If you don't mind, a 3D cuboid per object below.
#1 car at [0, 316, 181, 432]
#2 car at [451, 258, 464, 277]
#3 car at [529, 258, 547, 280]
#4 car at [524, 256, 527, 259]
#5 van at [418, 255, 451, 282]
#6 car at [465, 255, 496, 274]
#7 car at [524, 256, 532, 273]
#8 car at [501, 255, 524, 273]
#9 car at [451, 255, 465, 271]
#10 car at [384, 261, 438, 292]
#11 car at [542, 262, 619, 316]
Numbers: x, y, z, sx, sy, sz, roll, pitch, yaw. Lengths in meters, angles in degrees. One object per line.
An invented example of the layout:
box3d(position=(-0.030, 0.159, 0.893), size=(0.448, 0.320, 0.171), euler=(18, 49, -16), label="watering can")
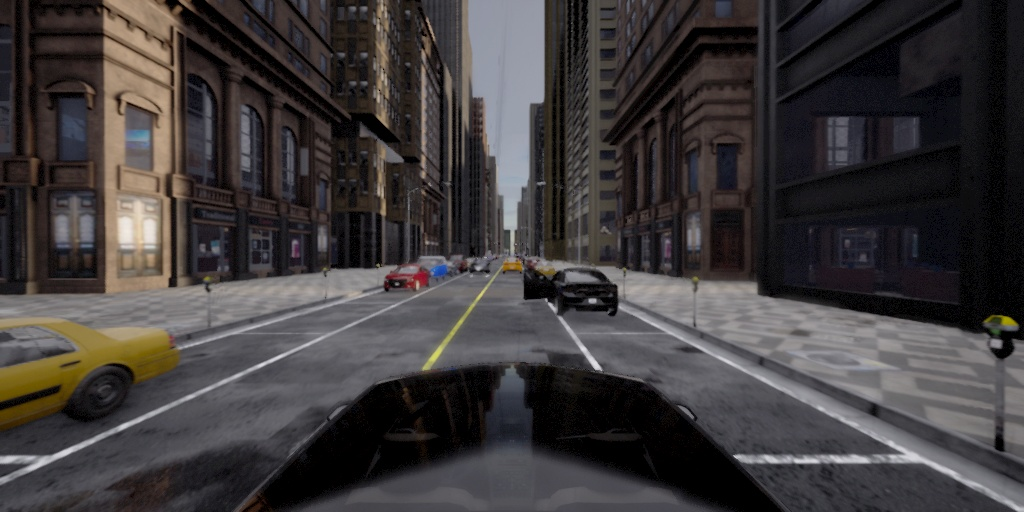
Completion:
box3d(position=(-5.763, 1.263, 3.192), size=(1.751, 1.417, 4.829), euler=(0, 0, 0), label="car")
box3d(position=(-5.761, 1.074, 31.453), size=(2.007, 1.370, 4.403), euler=(0, 0, 0), label="car")
box3d(position=(2.764, 1.048, 31.635), size=(1.751, 1.417, 4.829), euler=(0, 0, 0), label="car")
box3d(position=(2.765, 0.978, 48.321), size=(1.802, 1.307, 4.207), euler=(0, 0, 0), label="car")
box3d(position=(-5.762, 0.907, 25.835), size=(1.690, 1.789, 3.998), euler=(0, 0, 0), label="van")
box3d(position=(-3.086, 0.983, 35.601), size=(2.128, 1.511, 4.902), euler=(0, 0, 0), label="car")
box3d(position=(2.764, 1.020, 42.703), size=(1.802, 1.307, 4.207), euler=(0, 0, 0), label="car")
box3d(position=(0.053, 0.956, 37.399), size=(1.882, 1.535, 5.008), euler=(0, 1, 1), label="car")
box3d(position=(-5.761, 0.796, 37.072), size=(2.192, 1.841, 5.009), euler=(0, 0, 0), label="car")
box3d(position=(-5.762, 1.153, 20.217), size=(1.888, 1.381, 4.507), euler=(0, 0, 0), label="car")
box3d(position=(2.361, 1.141, 12.970), size=(1.882, 1.535, 5.008), euler=(0, 0, 0), label="car")
